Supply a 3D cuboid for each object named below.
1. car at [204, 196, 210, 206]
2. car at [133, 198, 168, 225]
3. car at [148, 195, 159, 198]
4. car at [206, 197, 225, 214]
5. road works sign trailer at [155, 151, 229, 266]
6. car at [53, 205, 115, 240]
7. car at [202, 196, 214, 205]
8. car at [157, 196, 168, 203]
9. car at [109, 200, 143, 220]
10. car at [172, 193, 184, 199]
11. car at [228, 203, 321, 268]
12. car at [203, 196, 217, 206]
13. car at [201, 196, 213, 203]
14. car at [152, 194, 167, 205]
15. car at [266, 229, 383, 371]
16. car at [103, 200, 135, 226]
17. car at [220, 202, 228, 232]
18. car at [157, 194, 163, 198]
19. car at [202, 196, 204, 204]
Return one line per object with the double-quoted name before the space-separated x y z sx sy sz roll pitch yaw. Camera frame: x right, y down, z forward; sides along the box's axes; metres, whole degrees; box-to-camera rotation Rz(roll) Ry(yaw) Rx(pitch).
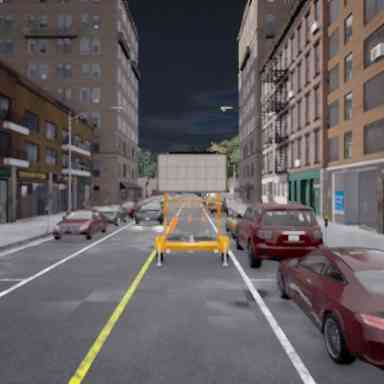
"car" 2.662 1.427 38.621 1.802 1.307 4.206 0 0 0
"car" -2.835 1.430 23.565 1.812 1.442 4.674 0 0 0
"car" -5.363 1.397 38.623 2.008 1.369 4.403 0 0 0
"car" 2.659 1.448 33.103 1.802 1.307 4.206 0 0 0
"road works sign trailer" 0.007 0.418 11.395 2.380 3.560 2.880 0 0 0
"car" -5.377 1.515 16.548 1.802 1.307 4.206 0 0 0
"car" 2.672 1.372 55.176 1.802 1.307 4.206 0 0 0
"car" -5.349 1.355 60.698 1.802 1.307 4.206 0 0 0
"car" -5.370 1.433 27.586 1.887 1.381 4.507 0 0 0
"car" -2.709 0.769 64.800 2.097 1.767 4.553 0 0 0
"car" 2.645 1.270 11.030 2.192 1.841 5.009 0 0 0
"car" 2.669 1.353 49.658 1.887 1.381 4.507 0 0 0
"car" 2.676 1.338 60.694 1.947 1.339 4.313 0 0 0
"car" -5.353 1.231 55.179 1.967 1.590 4.097 0 0 0
"car" 2.641 1.559 5.512 1.802 1.307 4.206 0 0 0
"car" -5.373 1.461 22.067 2.008 1.369 4.403 0 0 0
"car" 2.644 1.457 16.716 1.752 1.417 4.829 0 0 0
"car" -5.360 1.267 44.141 1.967 1.590 4.097 0 0 0
"car" 2.665 1.351 44.310 1.752 1.417 4.829 0 0 0
